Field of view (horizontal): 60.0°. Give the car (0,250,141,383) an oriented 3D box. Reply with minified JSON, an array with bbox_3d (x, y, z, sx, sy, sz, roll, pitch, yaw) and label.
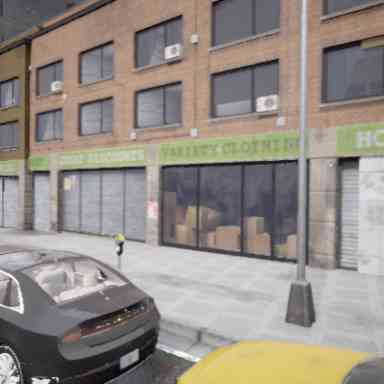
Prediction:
[{"bbox_3d":[-2.447,1.534,4.814,4.403,1.369,2.008,0,1,35],"label":"car"}]

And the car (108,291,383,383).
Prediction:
[{"bbox_3d":[1.890,1.528,1.722,4.829,1.417,1.752,0,1,35],"label":"car"}]
